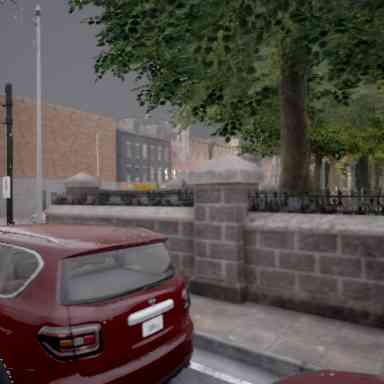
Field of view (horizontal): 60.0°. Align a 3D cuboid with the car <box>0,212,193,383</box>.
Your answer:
[{"bbox_3d":[-2.307,1.326,4.468,5.009,1.841,2.192,0,-1,35],"label":"car"}]

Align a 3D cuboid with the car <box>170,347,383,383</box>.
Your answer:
[{"bbox_3d":[2.129,1.580,1.302,4.206,1.307,1.802,0,-1,35],"label":"car"}]
